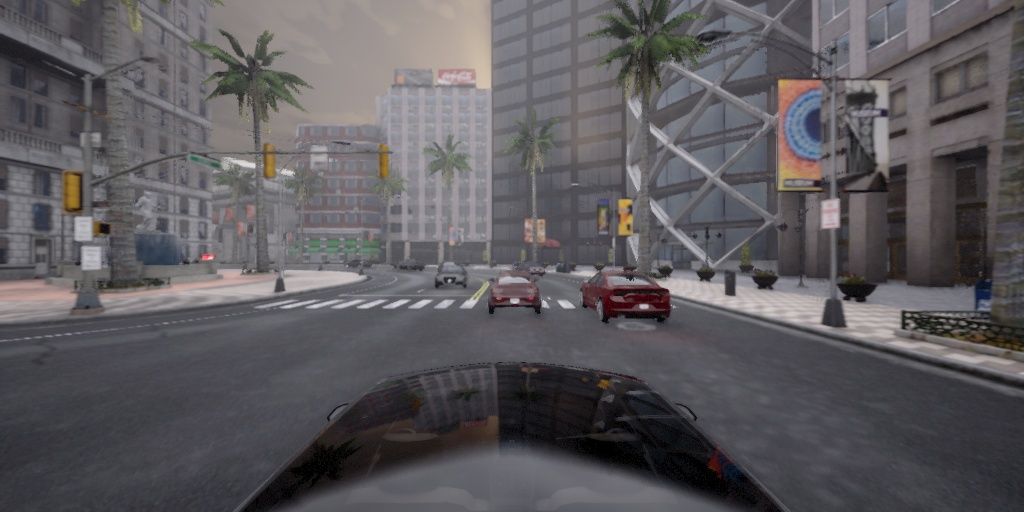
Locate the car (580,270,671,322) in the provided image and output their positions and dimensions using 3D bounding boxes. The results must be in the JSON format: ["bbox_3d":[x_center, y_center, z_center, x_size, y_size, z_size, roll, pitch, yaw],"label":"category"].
[{"bbox_3d":[3.601,1.229,12.252,1.882,1.535,5.008,0,0,0],"label":"car"}]

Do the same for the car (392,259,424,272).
[{"bbox_3d":[-13.070,1.357,45.794,1.895,1.301,4.718,0,0,-43],"label":"car"}]

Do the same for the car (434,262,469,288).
[{"bbox_3d":[-3.900,1.317,23.826,1.994,1.385,4.181,0,0,-3],"label":"car"}]

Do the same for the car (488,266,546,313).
[{"bbox_3d":[0.088,1.277,13.881,1.812,1.442,4.674,0,0,0],"label":"car"}]

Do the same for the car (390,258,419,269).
[{"bbox_3d":[-15.950,1.234,53.101,5.008,1.535,1.882,0,0,35],"label":"car"}]

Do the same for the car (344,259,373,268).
[{"bbox_3d":[-24.925,1.262,58.132,4.892,1.490,1.837,0,0,22],"label":"car"}]

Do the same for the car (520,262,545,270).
[{"bbox_3d":[1.537,1.301,34.893,2.033,1.411,5.357,0,0,-18],"label":"car"}]
